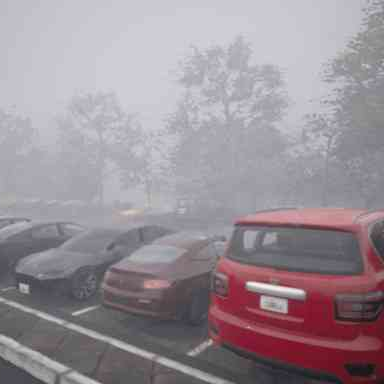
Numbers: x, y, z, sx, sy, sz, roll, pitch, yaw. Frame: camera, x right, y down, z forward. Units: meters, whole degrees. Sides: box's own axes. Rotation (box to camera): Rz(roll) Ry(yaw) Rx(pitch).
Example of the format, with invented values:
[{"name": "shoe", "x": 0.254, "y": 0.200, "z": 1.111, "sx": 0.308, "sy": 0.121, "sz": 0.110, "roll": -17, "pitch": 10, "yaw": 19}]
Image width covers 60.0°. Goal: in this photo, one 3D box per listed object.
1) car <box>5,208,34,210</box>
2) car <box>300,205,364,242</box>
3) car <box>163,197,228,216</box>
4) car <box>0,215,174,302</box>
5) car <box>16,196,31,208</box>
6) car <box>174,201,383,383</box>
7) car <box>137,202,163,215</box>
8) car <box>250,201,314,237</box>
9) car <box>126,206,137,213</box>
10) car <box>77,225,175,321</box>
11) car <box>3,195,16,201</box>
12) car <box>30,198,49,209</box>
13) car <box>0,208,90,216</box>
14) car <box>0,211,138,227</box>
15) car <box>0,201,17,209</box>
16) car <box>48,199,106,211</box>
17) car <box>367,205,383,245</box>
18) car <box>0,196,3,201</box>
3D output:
[{"name": "car", "x": -8.869, "y": 1.645, "z": 13.840, "sx": 2.002, "sy": 1.452, "sz": 4.674, "roll": 0, "pitch": 0, "yaw": 36}, {"name": "car", "x": 7.694, "y": 1.560, "z": 17.991, "sx": 2.097, "sy": 1.535, "sz": 5.008, "roll": -1, "pitch": 0, "yaw": 36}, {"name": "car", "x": 0.934, "y": 1.351, "z": 22.923, "sx": 2.435, "sy": 2.045, "sz": 5.566, "roll": 0, "pitch": 0, "yaw": 36}, {"name": "car", "x": -2.110, "y": 1.614, "z": 8.910, "sx": 2.163, "sy": 1.488, "sz": 4.792, "roll": -1, "pitch": 0, "yaw": 36}, {"name": "car", "x": -14.901, "y": 1.409, "z": 34.337, "sx": 2.097, "sy": 1.535, "sz": 5.008, "roll": 2, "pitch": 1, "yaw": 36}, {"name": "car", "x": 2.433, "y": 1.283, "z": 5.694, "sx": 2.435, "sy": 2.045, "sz": 5.566, "roll": -1, "pitch": 0, "yaw": 36}, {"name": "car", "x": -1.339, "y": 1.600, "z": 24.539, "sx": 2.097, "sy": 1.535, "sz": 5.008, "roll": 0, "pitch": 0, "yaw": 36}, {"name": "car", "x": 5.458, "y": 1.456, "z": 19.654, "sx": 2.185, "sy": 1.767, "sz": 4.553, "roll": 0, "pitch": 0, "yaw": 36}, {"name": "car", "x": -3.711, "y": 1.587, "z": 26.019, "sx": 1.946, "sy": 1.575, "sz": 5.366, "roll": 0, "pitch": 0, "yaw": 36}, {"name": "car", "x": 0.163, "y": 1.602, "z": 7.299, "sx": 2.002, "sy": 1.452, "sz": 4.674, "roll": -1, "pitch": 0, "yaw": 36}, {"name": "car", "x": -17.176, "y": 1.377, "z": 35.954, "sx": 2.163, "sy": 1.488, "sz": 4.792, "roll": 2, "pitch": 1, "yaw": 36}, {"name": "car", "x": -12.641, "y": 1.463, "z": 32.702, "sx": 2.097, "sy": 1.535, "sz": 5.008, "roll": 1, "pitch": 1, "yaw": 36}, {"name": "car", "x": -6.615, "y": 1.606, "z": 12.198, "sx": 2.097, "sy": 1.535, "sz": 5.008, "roll": 0, "pitch": 0, "yaw": 36}, {"name": "car", "x": -4.354, "y": 1.599, "z": 10.563, "sx": 2.097, "sy": 1.535, "sz": 5.008, "roll": 0, "pitch": 0, "yaw": 36}, {"name": "car", "x": -11.111, "y": 1.469, "z": 15.496, "sx": 2.185, "sy": 1.767, "sz": 4.553, "roll": 0, "pitch": 0, "yaw": 36}, {"name": "car", "x": -10.277, "y": 1.511, "z": 30.991, "sx": 2.231, "sy": 1.521, "sz": 4.892, "roll": 1, "pitch": 1, "yaw": 36}, {"name": "car", "x": 10.162, "y": 1.528, "z": 16.441, "sx": 1.946, "sy": 1.575, "sz": 5.366, "roll": -1, "pitch": 0, "yaw": 36}, {"name": "car", "x": -19.201, "y": 1.273, "z": 37.683, "sx": 1.946, "sy": 1.575, "sz": 5.366, "roll": 2, "pitch": 1, "yaw": 36}]
